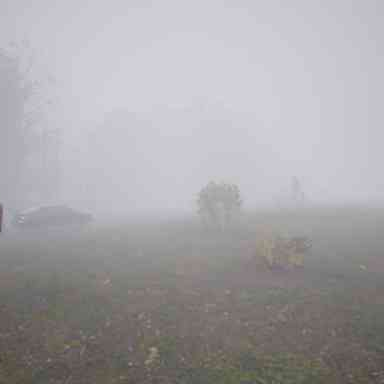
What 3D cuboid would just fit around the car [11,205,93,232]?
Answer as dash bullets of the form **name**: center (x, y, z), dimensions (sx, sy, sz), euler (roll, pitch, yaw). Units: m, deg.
- **car**: center (-8.140, 1.469, 19.724), dimensions (1.812, 1.442, 4.674), euler (-1, 0, 35)
